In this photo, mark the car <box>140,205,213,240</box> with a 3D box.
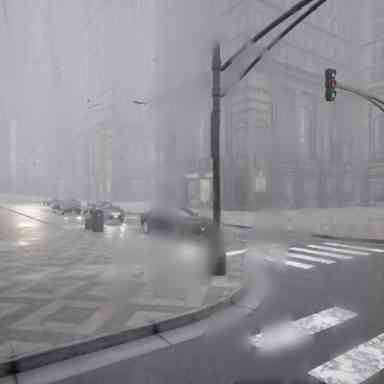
[{"bbox_3d":[-0.894,1.470,17.211,1.882,1.535,5.008,0,0,-36],"label":"car"}]

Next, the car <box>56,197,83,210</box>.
[{"bbox_3d":[-16.342,1.489,44.301,2.033,1.411,5.357,0,0,-35],"label":"car"}]

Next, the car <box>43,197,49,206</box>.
[{"bbox_3d":[-21.983,1.446,52.116,1.812,1.442,4.674,0,0,-35],"label":"car"}]

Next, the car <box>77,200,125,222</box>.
[{"bbox_3d":[-6.807,1.480,25.499,2.128,1.511,4.902,0,0,-36],"label":"car"}]

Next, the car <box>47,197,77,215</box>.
[{"bbox_3d":[-12.954,1.518,34.131,2.033,1.411,5.357,0,0,-35],"label":"car"}]
